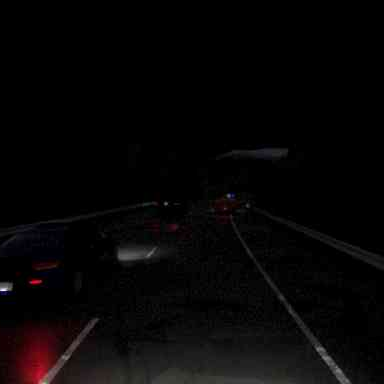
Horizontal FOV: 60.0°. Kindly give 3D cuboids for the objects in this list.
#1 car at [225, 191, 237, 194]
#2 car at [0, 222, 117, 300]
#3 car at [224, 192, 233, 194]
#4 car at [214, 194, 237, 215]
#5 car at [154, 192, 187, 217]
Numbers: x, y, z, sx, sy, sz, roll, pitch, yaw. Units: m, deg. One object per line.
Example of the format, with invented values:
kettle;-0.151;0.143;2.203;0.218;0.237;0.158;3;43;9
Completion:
car;7.013;0.801;61.235;2.150;2.045;5.566;0;0;13
car;-3.199;1.466;8.111;1.812;1.442;4.674;0;0;2
car;4.324;1.163;48.099;2.128;1.511;4.902;0;0;11
car;3.131;1.263;31.296;1.882;1.535;5.008;0;0;7
car;-1.760;1.020;28.800;2.150;2.045;5.566;0;0;6
